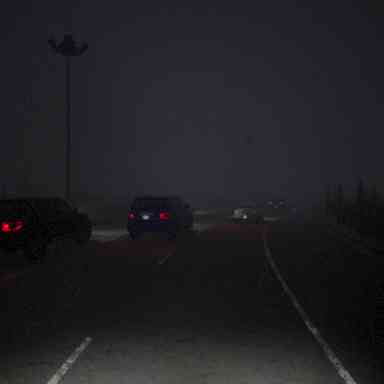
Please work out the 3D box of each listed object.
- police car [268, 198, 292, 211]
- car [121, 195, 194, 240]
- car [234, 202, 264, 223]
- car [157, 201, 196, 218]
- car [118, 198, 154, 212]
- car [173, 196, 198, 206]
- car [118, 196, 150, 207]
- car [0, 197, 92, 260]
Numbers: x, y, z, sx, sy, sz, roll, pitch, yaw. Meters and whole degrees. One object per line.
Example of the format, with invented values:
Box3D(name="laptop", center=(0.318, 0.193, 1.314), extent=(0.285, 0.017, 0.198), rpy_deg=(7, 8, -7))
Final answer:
Box3D(name="police car", center=(10.642, 1.466, 39.999), extent=(2.038, 1.542, 4.974), rpy_deg=(0, 0, 28))
Box3D(name="car", center=(-1.469, 1.188, 17.034), extent=(2.150, 2.045, 5.566), rpy_deg=(0, 0, 11))
Box3D(name="car", center=(4.371, 1.496, 25.291), extent=(1.812, 1.442, 4.674), rpy_deg=(0, 0, 17))
Box3D(name="car", center=(-1.329, 1.546, 30.412), extent=(1.895, 1.301, 4.718), rpy_deg=(0, 0, 19))
Box3D(name="car", center=(-6.205, 1.444, 37.614), extent=(1.812, 1.442, 4.674), rpy_deg=(0, 0, 23))
Box3D(name="car", center=(-1.025, 1.434, 55.145), extent=(1.812, 1.442, 4.674), rpy_deg=(0, 0, 33))
Box3D(name="car", center=(-8.494, 1.385, 49.261), extent=(2.128, 1.511, 4.902), rpy_deg=(0, 0, 28))
Box3D(name="car", center=(-5.813, 1.183, 12.494), extent=(2.150, 2.045, 5.566), rpy_deg=(0, 0, 8))
